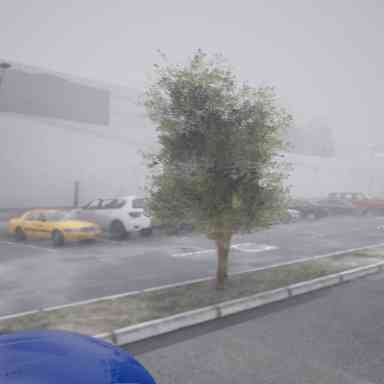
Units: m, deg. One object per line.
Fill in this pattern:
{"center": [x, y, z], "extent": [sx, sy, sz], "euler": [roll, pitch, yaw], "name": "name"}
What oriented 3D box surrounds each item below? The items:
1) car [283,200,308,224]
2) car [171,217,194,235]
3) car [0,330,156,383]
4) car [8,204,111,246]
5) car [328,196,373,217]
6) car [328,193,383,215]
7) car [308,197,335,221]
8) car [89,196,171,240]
{"center": [5.635, 1.470, 24.250], "extent": [4.674, 1.452, 2.002], "euler": [-1, -1, 35], "name": "car"}
{"center": [-1.729, 1.512, 19.035], "extent": [4.792, 1.488, 2.163], "euler": [-1, 0, 35], "name": "car"}
{"center": [-2.454, 1.475, 1.382], "extent": [5.008, 1.535, 1.882], "euler": [0, 0, -35], "name": "car"}
{"center": [-6.443, 1.489, 15.436], "extent": [5.366, 1.575, 1.946], "euler": [-1, -1, 35], "name": "car"}
{"center": [12.997, 1.380, 29.457], "extent": [4.792, 1.488, 2.163], "euler": [-1, -1, 35], "name": "car"}
{"center": [15.439, 1.075, 31.202], "extent": [5.566, 2.045, 2.435], "euler": [-1, -1, 35], "name": "car"}
{"center": [8.085, 1.405, 25.983], "extent": [5.008, 1.535, 2.097], "euler": [-1, 0, 35], "name": "car"}
{"center": [-4.175, 1.240, 17.298], "extent": [5.566, 2.045, 2.435], "euler": [-1, -1, 35], "name": "car"}
